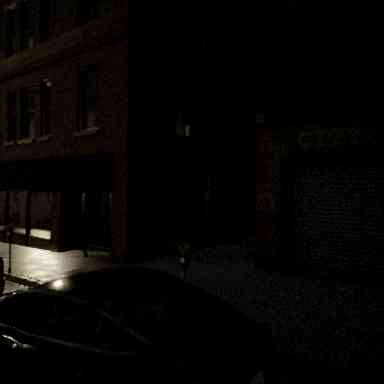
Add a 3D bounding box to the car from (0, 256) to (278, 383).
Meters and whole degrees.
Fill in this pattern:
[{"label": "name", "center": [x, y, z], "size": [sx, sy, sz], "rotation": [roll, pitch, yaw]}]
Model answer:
[{"label": "car", "center": [-1.203, 1.560, 3.808], "size": [4.313, 1.339, 1.947], "rotation": [0, 1, 36]}]
